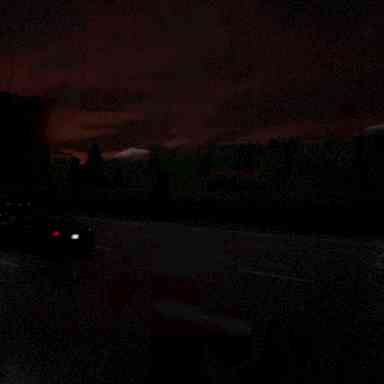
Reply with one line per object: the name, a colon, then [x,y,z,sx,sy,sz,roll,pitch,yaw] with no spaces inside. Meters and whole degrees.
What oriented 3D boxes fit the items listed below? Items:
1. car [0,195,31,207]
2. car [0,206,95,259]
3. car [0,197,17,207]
car: [-15.514,1.030,27.940,4.553,1.767,2.097,1,1,36]
car: [-5.512,1.434,12.221,4.181,1.385,1.994,1,1,35]
car: [-14.264,1.246,22.760,4.674,1.442,1.812,1,1,35]
